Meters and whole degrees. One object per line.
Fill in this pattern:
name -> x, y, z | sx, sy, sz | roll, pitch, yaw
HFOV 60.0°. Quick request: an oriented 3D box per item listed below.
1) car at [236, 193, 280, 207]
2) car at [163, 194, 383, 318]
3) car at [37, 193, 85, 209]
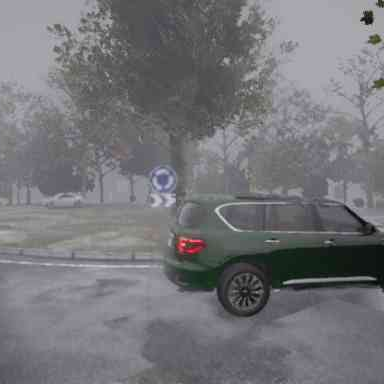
car -> 7.154, 0.863, 36.258 | 4.181, 1.385, 1.994 | 1, 1, 36
car -> 2.183, 1.079, 6.958 | 5.566, 2.045, 2.150 | 1, 1, -12
car -> -13.234, 0.872, 33.756 | 4.674, 1.442, 1.812 | -1, 1, -44
